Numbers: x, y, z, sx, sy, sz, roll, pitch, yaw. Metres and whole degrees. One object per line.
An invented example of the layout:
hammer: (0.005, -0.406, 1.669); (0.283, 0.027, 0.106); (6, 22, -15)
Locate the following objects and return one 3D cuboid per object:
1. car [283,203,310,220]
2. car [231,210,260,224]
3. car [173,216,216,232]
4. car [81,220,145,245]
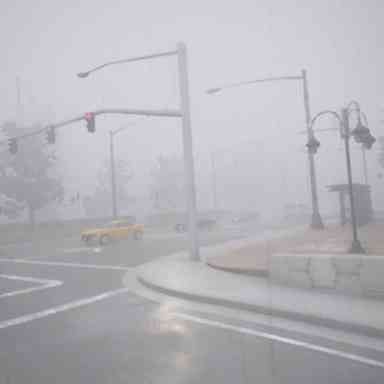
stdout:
car: (13.745, 2.491, 43.853); (2.150, 2.045, 5.566); (-6, -4, 35)
car: (6.470, 3.002, 40.079); (2.128, 1.511, 4.902); (-6, -4, 37)
car: (0.305, 3.022, 31.716); (1.895, 1.301, 4.718); (-6, -4, 36)
car: (-5.538, 2.814, 23.787); (1.882, 1.535, 5.008); (-6, -4, 36)
